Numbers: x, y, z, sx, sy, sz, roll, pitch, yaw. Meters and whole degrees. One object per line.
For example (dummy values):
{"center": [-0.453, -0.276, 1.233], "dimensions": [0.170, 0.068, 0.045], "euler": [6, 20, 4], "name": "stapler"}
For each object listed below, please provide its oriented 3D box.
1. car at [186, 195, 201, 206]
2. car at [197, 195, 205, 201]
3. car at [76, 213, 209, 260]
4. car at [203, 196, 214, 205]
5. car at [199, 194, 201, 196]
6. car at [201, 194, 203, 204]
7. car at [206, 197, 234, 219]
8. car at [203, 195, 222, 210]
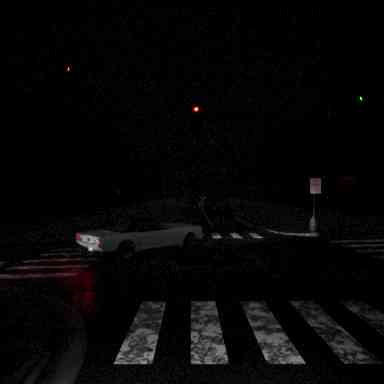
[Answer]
{"center": [-0.015, 1.664, 55.967], "dimensions": [1.994, 1.385, 4.181], "euler": [0, 0, 0], "name": "car"}
{"center": [2.498, 1.702, 94.564], "dimensions": [1.967, 1.590, 4.097], "euler": [-1, 0, 0], "name": "car"}
{"center": [-1.796, 1.621, 12.718], "dimensions": [4.718, 1.301, 1.895], "euler": [-1, 0, -42], "name": "car"}
{"center": [2.941, 1.575, 61.126], "dimensions": [1.801, 1.575, 5.366], "euler": [0, 0, 0], "name": "car"}
{"center": [2.895, 1.498, 67.907], "dimensions": [2.097, 1.767, 4.553], "euler": [0, 0, 0], "name": "car"}
{"center": [2.572, 1.369, 40.541], "dimensions": [2.192, 1.841, 5.009], "euler": [-1, 0, 0], "name": "car"}
{"center": [2.589, 1.470, 29.736], "dimensions": [1.967, 1.590, 4.097], "euler": [-1, 0, 0], "name": "car"}
{"center": [2.580, 1.356, 35.138], "dimensions": [2.192, 1.841, 5.009], "euler": [-1, 0, 0], "name": "car"}
